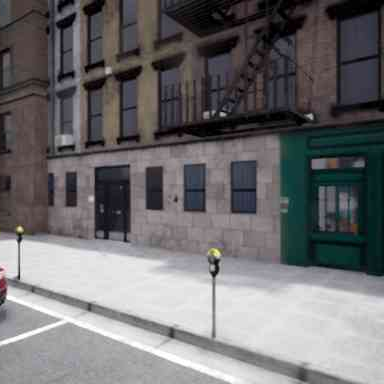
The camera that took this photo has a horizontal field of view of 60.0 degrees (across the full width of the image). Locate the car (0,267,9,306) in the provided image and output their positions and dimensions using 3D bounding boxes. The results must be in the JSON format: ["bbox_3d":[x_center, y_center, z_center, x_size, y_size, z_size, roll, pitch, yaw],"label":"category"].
[{"bbox_3d":[-5.218,1.603,6.554,4.206,1.307,1.802,0,0,36],"label":"car"}]
